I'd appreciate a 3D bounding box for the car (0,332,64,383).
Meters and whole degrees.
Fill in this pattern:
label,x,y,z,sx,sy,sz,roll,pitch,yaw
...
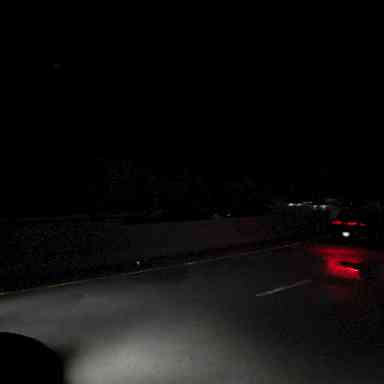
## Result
label,x,y,z,sx,sy,sz,roll,pitch,yaw
car,-3.117,1.526,1.724,4.674,1.442,1.812,0,0,-34

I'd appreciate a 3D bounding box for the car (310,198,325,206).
label,x,y,z,sx,sy,sz,roll,pitch,yaw
car,23.754,1.766,62.278,1.812,1.442,4.674,0,0,17

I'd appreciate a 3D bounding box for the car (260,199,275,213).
label,x,y,z,sx,sy,sz,roll,pitch,yaw
car,7.642,1.598,36.814,1.837,1.490,4.892,0,0,35

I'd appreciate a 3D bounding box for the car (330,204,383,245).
label,x,y,z,sx,sy,sz,roll,pitch,yaw
car,8.200,1.521,15.678,4.892,1.490,1.837,0,0,-44

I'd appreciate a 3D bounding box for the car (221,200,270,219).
label,x,y,z,sx,sy,sz,roll,pitch,yaw
car,4.130,1.609,26.875,1.994,1.385,4.181,0,0,42

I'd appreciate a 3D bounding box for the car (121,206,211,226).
label,x,y,z,sx,sy,sz,roll,pitch,yaw
car,-1.204,1.489,16.723,5.008,1.535,1.882,0,0,-41

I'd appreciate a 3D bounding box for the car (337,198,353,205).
label,x,y,z,sx,sy,sz,roll,pitch,yaw
car,22.778,1.668,49.555,1.837,1.490,4.892,0,-1,23

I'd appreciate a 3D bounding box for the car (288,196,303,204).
label,x,y,z,sx,sy,sz,roll,pitch,yaw
car,22.691,1.925,74.059,1.895,1.301,4.718,0,0,9

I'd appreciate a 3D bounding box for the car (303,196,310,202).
label,x,y,z,sx,sy,sz,roll,pitch,yaw
car,30.446,1.851,89.501,2.033,1.411,5.357,0,0,0
